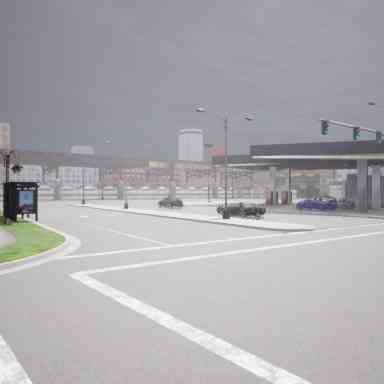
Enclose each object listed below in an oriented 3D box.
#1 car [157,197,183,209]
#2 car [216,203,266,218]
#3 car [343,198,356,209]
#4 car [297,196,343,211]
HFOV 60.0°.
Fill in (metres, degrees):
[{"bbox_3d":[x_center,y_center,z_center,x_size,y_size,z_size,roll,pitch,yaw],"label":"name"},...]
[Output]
[{"bbox_3d":[-3.101,1.504,46.462,1.837,1.490,4.892,0,0,-35],"label":"car"},{"bbox_3d":[4.265,1.601,29.799,1.895,1.301,4.718,0,0,-35],"label":"car"},{"bbox_3d":[18.580,1.456,42.233,1.970,1.475,3.806,0,0,-35],"label":"car"},{"bbox_3d":[14.306,1.295,38.319,2.242,1.667,4.611,0,0,-35],"label":"car"}]
